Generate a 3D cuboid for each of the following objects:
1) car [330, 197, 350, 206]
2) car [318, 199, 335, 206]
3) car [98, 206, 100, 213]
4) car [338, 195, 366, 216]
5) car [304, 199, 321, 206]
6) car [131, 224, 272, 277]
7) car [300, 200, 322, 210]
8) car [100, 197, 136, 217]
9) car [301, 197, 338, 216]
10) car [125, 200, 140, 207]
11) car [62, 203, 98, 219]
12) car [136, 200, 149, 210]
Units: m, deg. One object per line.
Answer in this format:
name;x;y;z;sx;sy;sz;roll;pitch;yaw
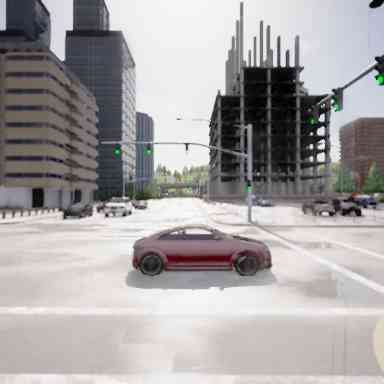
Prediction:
car;29.996;1.886;67.579;1.932;1.855;4.605;0;-1;0
car;27.313;2.096;67.518;1.784;1.438;3.905;0;-1;0
car;-11.567;2.090;45.205;1.895;1.301;4.718;0;-1;0
car;16.038;1.536;34.921;1.905;1.878;3.866;0;-1;0
car;24.418;2.127;67.510;1.970;1.475;3.806;0;-1;0
car;0.265;1.675;10.137;4.181;1.385;1.994;0;-1;-1
car;18.693;1.964;52.393;1.970;1.475;3.806;0;-1;0
car;-8.013;1.618;36.599;2.150;2.045;5.566;0;-1;0
car;13.144;1.533;34.967;1.932;1.855;4.605;0;-1;0
car;-11.617;2.260;65.789;2.033;1.411;5.357;0;-1;0
car;-11.494;1.844;33.825;1.882;1.535;5.008;0;-1;0
car;-8.097;2.129;53.674;2.033;1.411;5.357;0;-1;0
